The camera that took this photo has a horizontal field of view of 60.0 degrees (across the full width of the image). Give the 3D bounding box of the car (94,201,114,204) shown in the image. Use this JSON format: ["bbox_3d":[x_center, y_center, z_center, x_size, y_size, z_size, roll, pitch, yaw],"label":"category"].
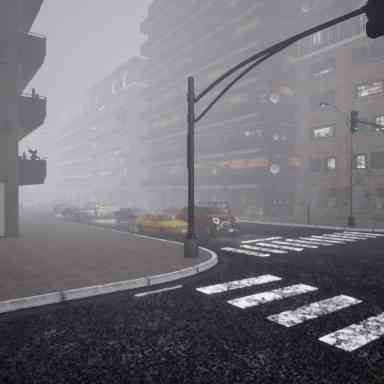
[{"bbox_3d":[-12.431,2.290,49.534,1.801,1.575,5.366,0,-1,-36],"label":"car"}]

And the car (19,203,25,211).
[{"bbox_3d":[-31.929,2.770,61.288,1.887,1.381,4.507,-1,0,-36],"label":"car"}]

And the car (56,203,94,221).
[{"bbox_3d":[-11.938,2.163,33.808,1.887,1.381,4.507,-1,0,-36],"label":"car"}]

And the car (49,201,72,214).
[{"bbox_3d":[-18.376,2.400,47.198,1.812,1.442,4.674,0,-1,-35],"label":"car"}]

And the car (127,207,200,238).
[{"bbox_3d":[-1.844,1.833,19.930,1.752,1.417,4.829,-1,0,-36],"label":"car"}]

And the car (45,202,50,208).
[{"bbox_3d":[-25.268,2.755,61.995,1.895,1.301,4.718,0,-1,-36],"label":"car"}]

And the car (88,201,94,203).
[{"bbox_3d":[-16.451,2.307,54.996,2.097,1.767,4.553,0,-1,-36],"label":"car"}]

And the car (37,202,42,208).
[{"bbox_3d":[-35.210,3.050,79.986,1.887,1.381,4.507,-1,0,-36],"label":"car"}]

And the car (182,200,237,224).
[{"bbox_3d":[1.432,1.713,29.608,2.192,1.841,5.009,-1,0,-36],"label":"car"}]

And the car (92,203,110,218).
[{"bbox_3d":[-11.187,2.255,37.213,1.895,1.301,4.718,0,-1,-36],"label":"car"}]

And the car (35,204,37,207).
[{"bbox_3d":[-38.536,3.168,84.569,1.947,1.339,4.313,-1,0,-36],"label":"car"}]

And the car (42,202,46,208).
[{"bbox_3d":[-31.877,2.973,75.406,1.947,1.339,4.313,-1,0,-36],"label":"car"}]

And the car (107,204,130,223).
[{"bbox_3d":[-5.142,2.017,28.891,2.033,1.411,5.357,0,-1,-36],"label":"car"}]

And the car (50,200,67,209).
[{"bbox_3d":[-28.552,2.623,70.827,2.192,1.841,5.009,-1,0,-36],"label":"car"}]

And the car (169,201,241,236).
[{"bbox_3d":[0.885,1.635,20.617,2.097,1.767,4.553,0,-1,-36],"label":"car"}]
